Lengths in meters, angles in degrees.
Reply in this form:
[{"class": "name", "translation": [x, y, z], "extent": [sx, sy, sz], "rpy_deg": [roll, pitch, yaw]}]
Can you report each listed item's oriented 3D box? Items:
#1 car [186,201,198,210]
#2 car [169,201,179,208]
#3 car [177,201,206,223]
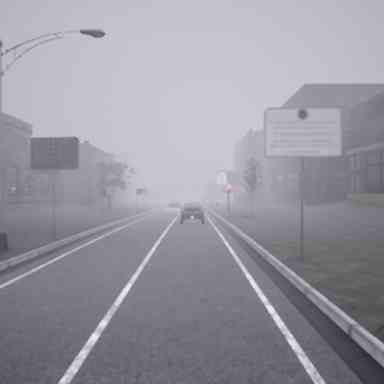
[{"class": "car", "translation": [-0.005, 2.100, 52.755], "extent": [1.895, 1.301, 4.718], "rpy_deg": [0, -1, 0]}, {"class": "car", "translation": [-3.045, 2.172, 58.191], "extent": [1.895, 1.301, 4.718], "rpy_deg": [0, -1, 1]}, {"class": "car", "translation": [0.049, 1.620, 26.679], "extent": [1.837, 1.490, 4.892], "rpy_deg": [0, -1, 0]}]
